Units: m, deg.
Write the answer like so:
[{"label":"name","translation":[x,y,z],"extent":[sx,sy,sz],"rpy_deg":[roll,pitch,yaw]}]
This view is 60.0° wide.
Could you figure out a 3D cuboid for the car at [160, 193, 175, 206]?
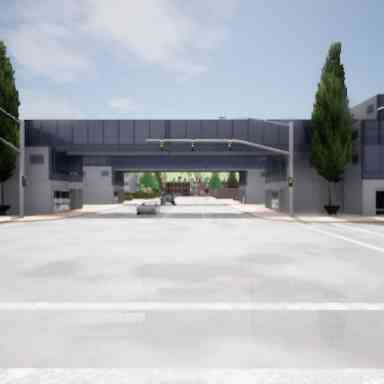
[{"label":"car","translation":[-3.991,1.203,55.591],"extent":[2.150,2.045,5.566],"rpy_deg":[0,0,0]}]

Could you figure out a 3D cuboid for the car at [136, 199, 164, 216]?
[{"label":"car","translation":[-4.159,1.588,32.064],"extent":[1.895,1.301,4.718],"rpy_deg":[0,0,0]}]
